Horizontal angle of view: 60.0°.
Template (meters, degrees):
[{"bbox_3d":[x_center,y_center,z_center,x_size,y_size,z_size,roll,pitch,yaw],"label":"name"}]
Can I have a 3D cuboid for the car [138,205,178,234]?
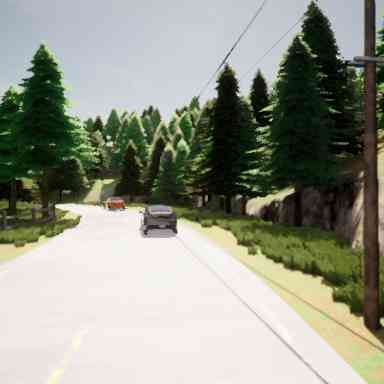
[{"bbox_3d":[-2.019,1.518,19.530,1.837,1.490,4.892,0,0,-11],"label":"car"}]

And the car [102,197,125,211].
[{"bbox_3d":[-10.198,1.414,43.155,2.097,1.767,4.553,0,0,-27],"label":"car"}]
